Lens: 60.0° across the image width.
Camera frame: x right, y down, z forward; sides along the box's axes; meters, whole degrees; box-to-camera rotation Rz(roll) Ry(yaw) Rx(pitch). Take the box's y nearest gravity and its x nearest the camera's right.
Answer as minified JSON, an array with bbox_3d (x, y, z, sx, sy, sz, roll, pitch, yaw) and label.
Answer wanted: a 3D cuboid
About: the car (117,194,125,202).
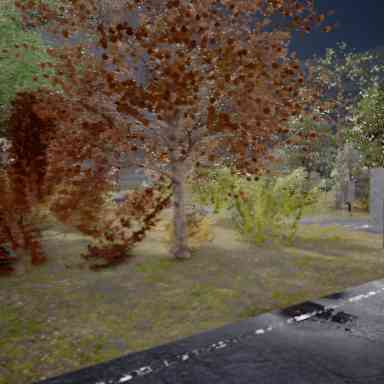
[{"bbox_3d":[-12.463,0.994,54.363,1.882,1.535,5.008,-1,1,-36],"label":"car"}]

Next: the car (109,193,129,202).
[{"bbox_3d":[-13.151,0.965,60.029,1.994,1.385,4.181,-1,1,-36],"label":"car"}]
